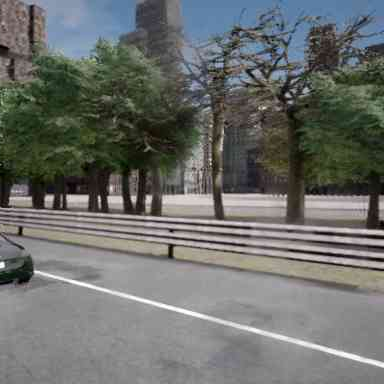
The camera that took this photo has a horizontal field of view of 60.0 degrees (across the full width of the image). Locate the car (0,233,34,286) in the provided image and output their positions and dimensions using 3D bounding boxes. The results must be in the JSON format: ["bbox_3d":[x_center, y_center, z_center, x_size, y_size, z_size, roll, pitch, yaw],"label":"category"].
[{"bbox_3d":[-5.822,1.562,8.343,4.181,1.385,1.994,0,0,36],"label":"car"}]
